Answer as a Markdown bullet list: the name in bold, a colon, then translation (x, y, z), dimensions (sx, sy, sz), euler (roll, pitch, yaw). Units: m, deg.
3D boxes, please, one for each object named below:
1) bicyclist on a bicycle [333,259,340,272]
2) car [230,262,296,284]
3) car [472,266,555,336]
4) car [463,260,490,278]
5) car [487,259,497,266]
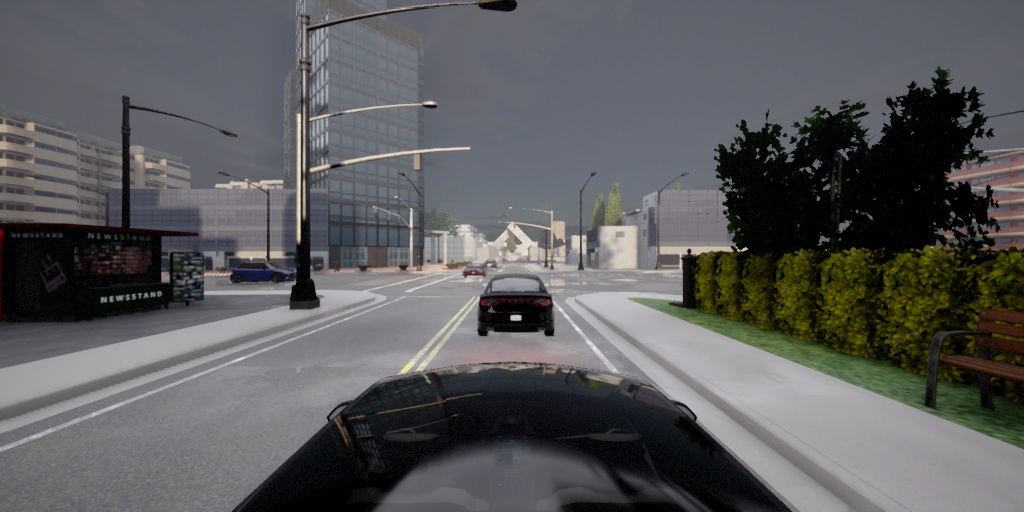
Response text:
- **bicyclist on a bicycle**: translation (-21.803, 1.213, 44.543), dimensions (0.582, 1.620, 1.656), euler (-1, 0, 0)
- **car**: translation (-19.185, 1.237, 28.073), dimensions (4.553, 1.767, 2.097), euler (-1, 0, 0)
- **car**: translation (0.114, 1.227, 10.474), dimensions (1.882, 1.535, 5.008), euler (0, 0, 1)
- **car**: translation (-3.459, 1.340, 34.147), dimensions (1.994, 1.385, 4.181), euler (0, 0, 0)
- **car**: translation (-3.340, 1.238, 56.537), dimensions (2.128, 1.511, 4.902), euler (0, 0, 0)
